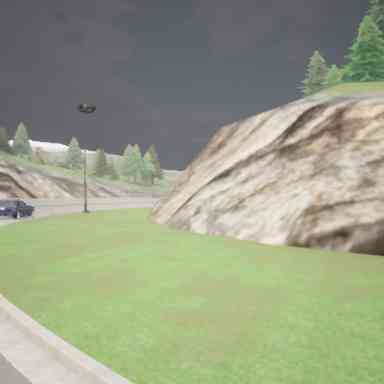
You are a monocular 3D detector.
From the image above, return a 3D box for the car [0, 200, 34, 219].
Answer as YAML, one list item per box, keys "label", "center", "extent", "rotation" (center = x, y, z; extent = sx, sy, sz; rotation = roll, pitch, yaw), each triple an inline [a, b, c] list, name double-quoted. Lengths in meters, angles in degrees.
- label: "car"
  center: [-16.386, 1.497, 30.784]
  extent: [2.097, 1.767, 4.553]
  rotation: [0, 0, -4]
